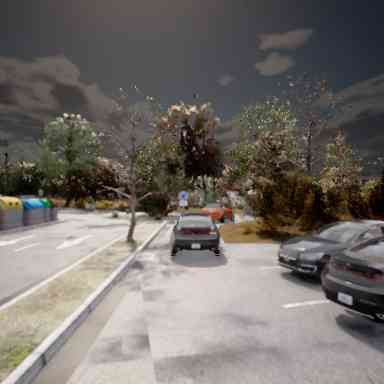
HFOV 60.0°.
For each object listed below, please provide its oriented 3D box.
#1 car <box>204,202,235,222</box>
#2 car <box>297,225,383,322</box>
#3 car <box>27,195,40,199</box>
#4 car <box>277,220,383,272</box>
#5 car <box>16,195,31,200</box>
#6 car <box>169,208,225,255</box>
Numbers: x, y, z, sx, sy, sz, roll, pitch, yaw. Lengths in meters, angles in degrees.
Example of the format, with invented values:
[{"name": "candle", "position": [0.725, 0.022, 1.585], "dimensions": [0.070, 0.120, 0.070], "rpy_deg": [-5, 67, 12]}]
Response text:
[{"name": "car", "position": [2.400, 1.730, 29.564], "dimensions": [2.097, 1.767, 4.553], "rpy_deg": [0, -2, 22]}, {"name": "car", "position": [4.826, 1.552, 6.390], "dimensions": [4.892, 1.521, 2.231], "rpy_deg": [1, -1, -20]}, {"name": "car", "position": [-26.201, 1.219, 52.678], "dimensions": [4.553, 1.767, 2.097], "rpy_deg": [4, -2, 2]}, {"name": "car", "position": [4.840, 1.584, 9.784], "dimensions": [4.892, 1.521, 2.231], "rpy_deg": [1, 0, -20]}, {"name": "car", "position": [-24.358, 1.853, 45.865], "dimensions": [2.435, 2.045, 5.566], "rpy_deg": [1, -3, -19]}, {"name": "car", "position": [0.111, 1.633, 13.867], "dimensions": [1.837, 1.490, 4.892], "rpy_deg": [0, 0, 0]}]
